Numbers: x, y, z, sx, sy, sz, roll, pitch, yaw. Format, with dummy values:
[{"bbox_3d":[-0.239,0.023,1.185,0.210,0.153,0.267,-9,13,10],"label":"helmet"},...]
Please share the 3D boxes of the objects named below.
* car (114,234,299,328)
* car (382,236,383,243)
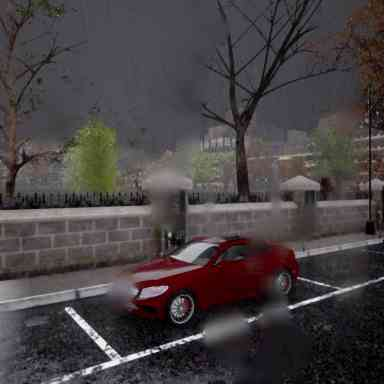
[{"bbox_3d":[0.505,1.581,6.929,4.206,1.307,1.802,0,0,-36],"label":"car"},{"bbox_3d":[9.372,1.525,13.267,4.829,1.417,1.752,0,0,-36],"label":"car"}]
